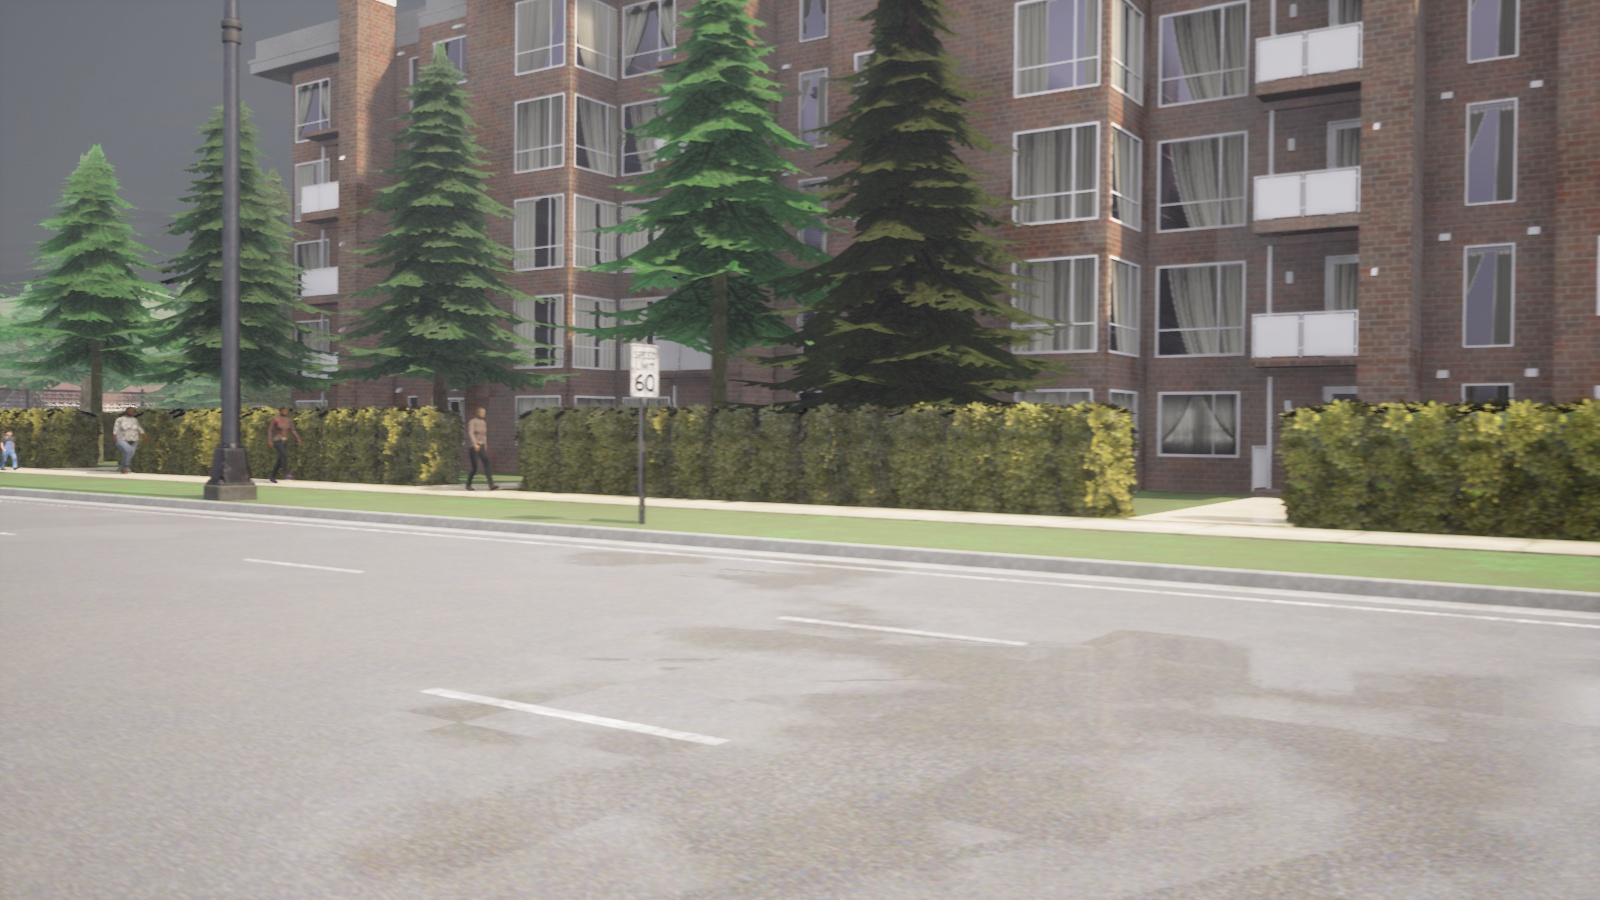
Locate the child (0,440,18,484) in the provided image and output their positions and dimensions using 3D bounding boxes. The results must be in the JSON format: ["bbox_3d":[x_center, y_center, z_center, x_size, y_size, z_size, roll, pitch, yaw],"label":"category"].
[{"bbox_3d":[-22.836,0.345,36.251,0.437,1.263,0.270,0,1,33],"label":"child"}]

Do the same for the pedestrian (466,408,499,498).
[{"bbox_3d":[-6.597,0.060,26.098,0.634,1.846,0.331,0,1,37],"label":"pedestrian"}]

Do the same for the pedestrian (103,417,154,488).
[{"bbox_3d":[-18.012,0.058,33.684,0.900,1.855,0.874,0,1,33],"label":"pedestrian"}]

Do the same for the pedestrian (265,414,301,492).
[{"bbox_3d":[-12.035,0.066,29.202,0.869,1.805,0.328,0,1,34],"label":"pedestrian"}]
